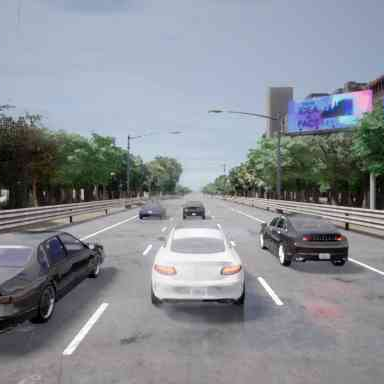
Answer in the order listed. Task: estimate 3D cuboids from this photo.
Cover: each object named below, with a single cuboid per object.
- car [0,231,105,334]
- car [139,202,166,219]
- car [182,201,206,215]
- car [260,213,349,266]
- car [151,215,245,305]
[{"bbox_3d":[-3.383,1.547,7.083,2.033,1.411,5.357,0,0,0],"label":"car"},{"bbox_3d":[-3.331,1.563,28.630,1.994,1.385,4.181,0,0,0],"label":"car"},{"bbox_3d":[0.171,1.504,28.580,1.837,1.490,4.892,0,0,0],"label":"car"},{"bbox_3d":[3.628,1.504,11.519,1.837,1.490,4.892,0,0,0],"label":"car"},{"bbox_3d":[0.119,1.526,7.976,1.812,1.442,4.674,0,0,0],"label":"car"}]
